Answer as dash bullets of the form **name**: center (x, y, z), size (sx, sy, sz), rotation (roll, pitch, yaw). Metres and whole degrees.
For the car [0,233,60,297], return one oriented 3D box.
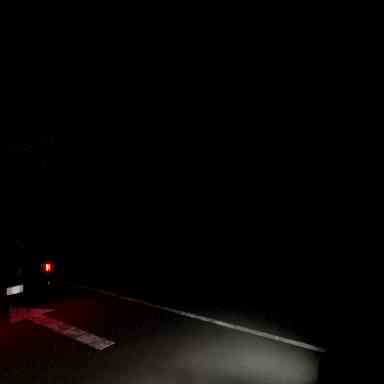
- **car**: center (-5.211, 1.601, 7.713), size (4.718, 1.301, 1.895), rotation (0, 0, 35)

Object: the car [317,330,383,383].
- **car**: center (3.084, 1.526, 1.718), size (4.674, 1.442, 1.812), rotation (0, 0, 36)
